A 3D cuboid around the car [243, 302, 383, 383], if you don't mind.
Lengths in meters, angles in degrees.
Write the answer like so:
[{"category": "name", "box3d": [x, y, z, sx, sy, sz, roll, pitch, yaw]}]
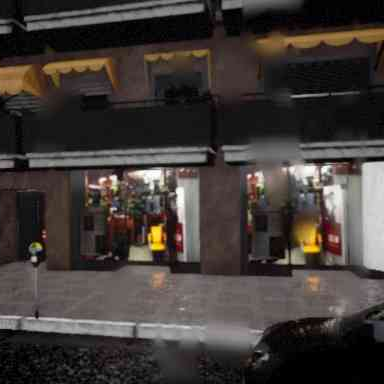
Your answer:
[{"category": "car", "box3d": [2.626, 1.526, 2.757, 4.313, 1.339, 1.947, -1, 0, 10]}]
